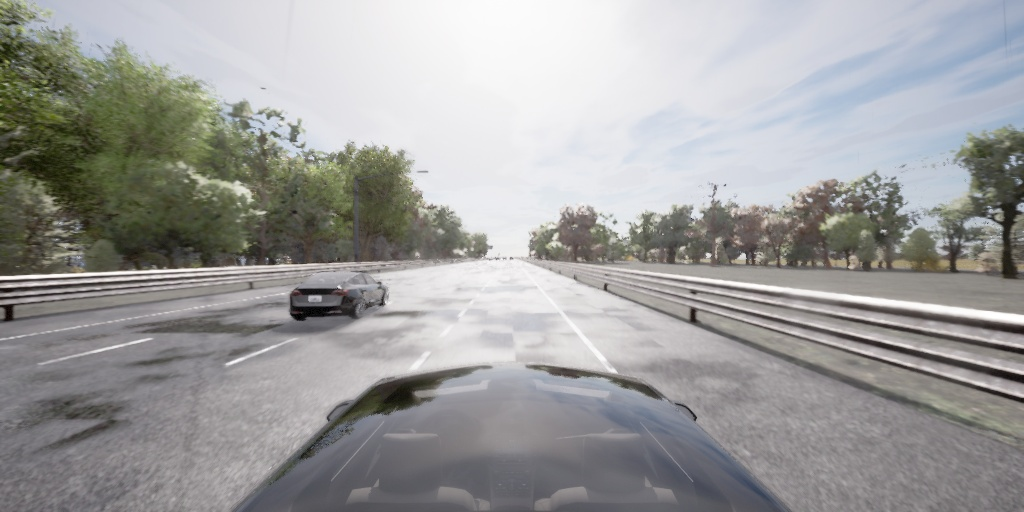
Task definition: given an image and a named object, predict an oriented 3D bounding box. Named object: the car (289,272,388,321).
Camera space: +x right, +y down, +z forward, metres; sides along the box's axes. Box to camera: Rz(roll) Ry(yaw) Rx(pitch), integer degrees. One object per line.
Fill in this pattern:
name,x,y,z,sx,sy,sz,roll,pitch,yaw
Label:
car,-5.853,1.280,12.659,2.163,1.488,4.792,0,0,-5
